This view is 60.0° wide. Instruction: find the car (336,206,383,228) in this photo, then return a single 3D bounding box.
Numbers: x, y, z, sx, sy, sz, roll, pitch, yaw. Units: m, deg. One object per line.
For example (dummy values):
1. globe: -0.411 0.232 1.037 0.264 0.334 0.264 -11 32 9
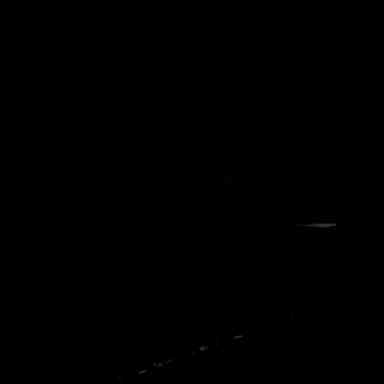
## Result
1. car: 11.515 1.594 21.003 1.812 1.442 4.674 0 0 -38
